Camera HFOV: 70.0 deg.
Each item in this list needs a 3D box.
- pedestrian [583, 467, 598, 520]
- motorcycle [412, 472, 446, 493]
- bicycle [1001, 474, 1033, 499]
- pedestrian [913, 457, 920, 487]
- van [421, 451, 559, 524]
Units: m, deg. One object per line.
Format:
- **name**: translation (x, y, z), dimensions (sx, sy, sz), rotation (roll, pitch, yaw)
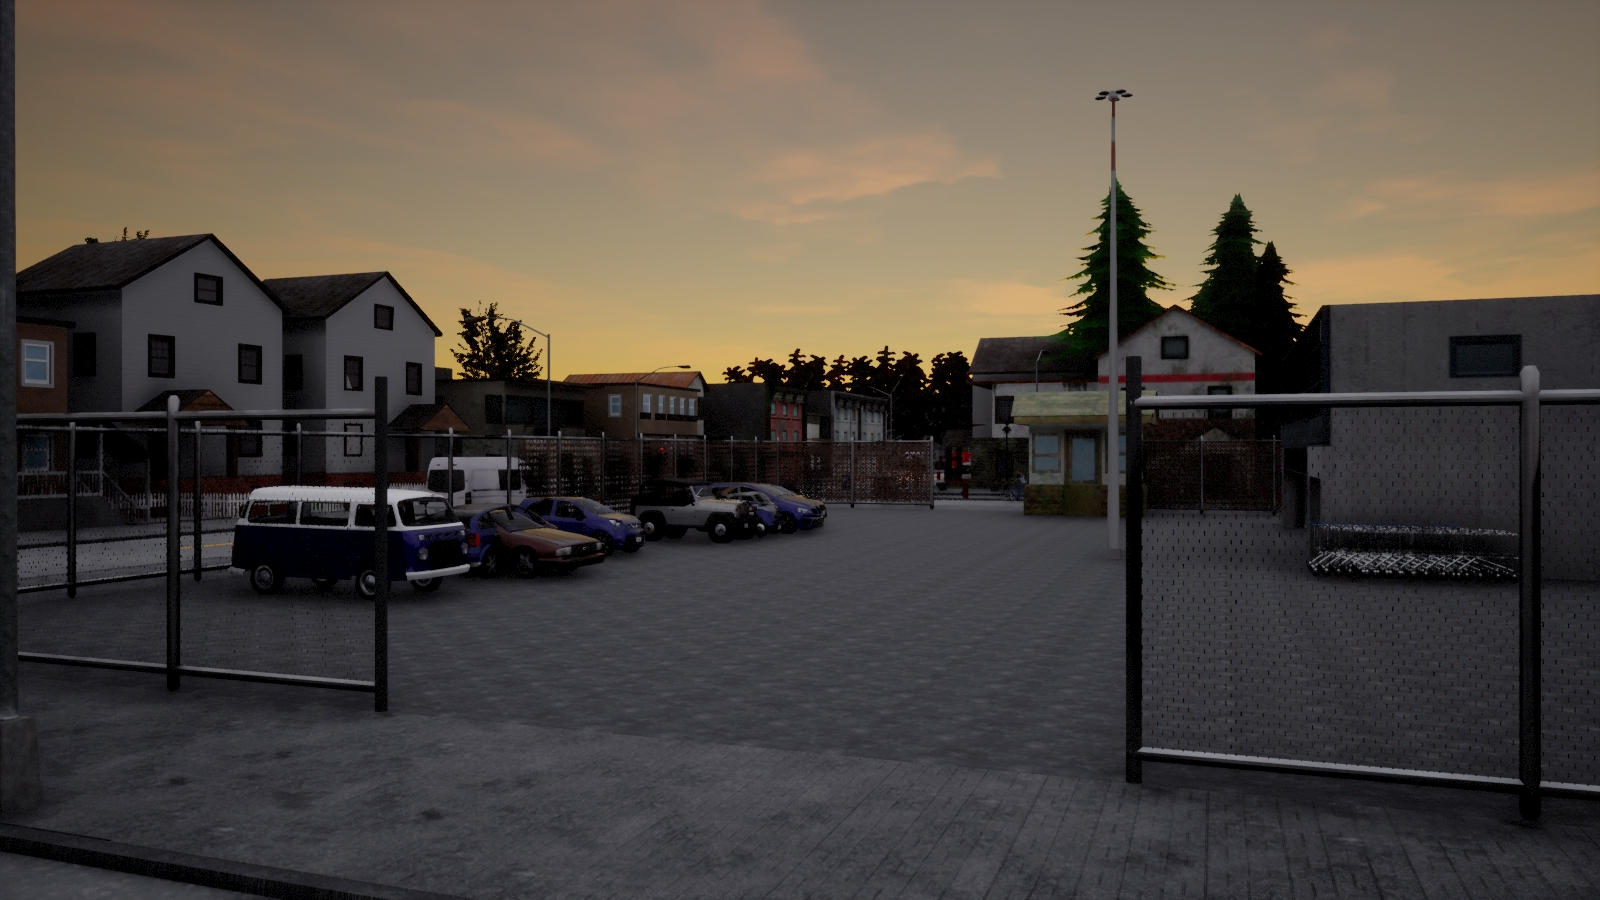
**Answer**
- **pedestrian**: translation (-7.388, 1.529, 40.330), dimensions (0.375, 1.860, 0.375), rotation (0, 0, 39)
- **motorcycle**: translation (-22.336, 1.969, 68.866), dimensions (1.805, 1.236, 0.856), rotation (0, 0, 19)
- **bicycle**: translation (11.565, 1.938, 60.907), dimensions (1.643, 1.296, 0.373), rotation (0, 0, 20)
- **pedestrian**: translation (7.403, 1.403, 72.713), dimensions (0.375, 1.860, 0.375), rotation (0, 0, 0)
- **van**: translation (-11.617, 1.319, 43.358), dimensions (1.988, 2.561, 5.915), rotation (0, 0, 20)
